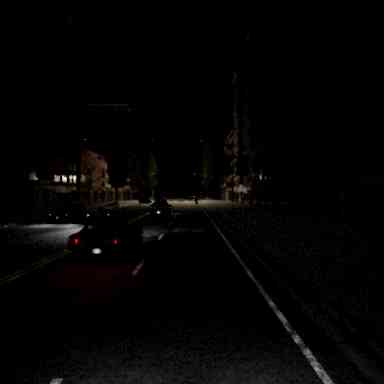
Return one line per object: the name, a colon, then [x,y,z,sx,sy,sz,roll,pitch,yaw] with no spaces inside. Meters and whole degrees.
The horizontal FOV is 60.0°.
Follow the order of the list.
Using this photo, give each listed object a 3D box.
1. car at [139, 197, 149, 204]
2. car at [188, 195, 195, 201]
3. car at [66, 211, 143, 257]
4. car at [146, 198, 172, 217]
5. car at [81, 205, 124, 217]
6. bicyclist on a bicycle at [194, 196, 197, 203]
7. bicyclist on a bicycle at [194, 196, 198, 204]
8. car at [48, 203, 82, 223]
car: [-9.749,1.837,69.008,2.033,1.411,5.357,0,0,0]
car: [0.002,1.866,95.587,1.837,1.490,4.892,0,0,0]
car: [-3.150,1.670,13.239,1.895,1.301,4.718,0,0,0]
car: [-3.149,1.678,33.799,1.837,1.490,4.892,0,0,0]
car: [-6.598,1.733,25.590,1.895,1.301,4.718,0,0,0]
bicyclist on a bicycle: [0.896,1.716,77.190,0.659,1.776,1.843,0,0,0]
bicyclist on a bicycle: [0.891,1.749,68.192,0.866,1.612,1.509,0,0,0]
car: [-9.847,1.642,26.701,1.837,1.490,4.892,0,0,0]
